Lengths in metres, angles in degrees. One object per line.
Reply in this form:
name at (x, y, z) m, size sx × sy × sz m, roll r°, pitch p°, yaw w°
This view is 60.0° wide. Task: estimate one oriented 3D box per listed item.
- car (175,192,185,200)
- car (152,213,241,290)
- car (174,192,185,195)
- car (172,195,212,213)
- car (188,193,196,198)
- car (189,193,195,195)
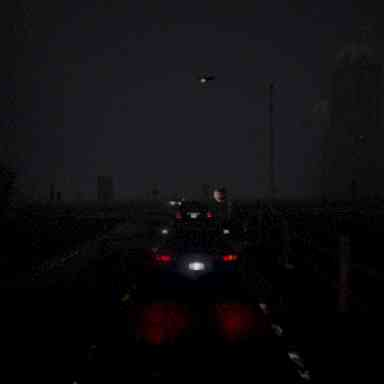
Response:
car at (-2.772, 0.856, 78.961) m, size 2.097 × 1.767 × 4.553 m, roll 0°, pitch 0°, yaw 0°
car at (0.097, 1.499, 8.921) m, size 1.994 × 1.385 × 4.181 m, roll 0°, pitch 0°, yaw 0°
car at (-2.795, 1.070, 62.905) m, size 1.882 × 1.535 × 5.008 m, roll 0°, pitch 0°, yaw 0°
car at (0.043, 1.217, 18.950) m, size 2.097 × 1.767 × 4.553 m, roll 0°, pitch 0°, yaw -1°
car at (-0.025, 0.887, 89.348) m, size 1.994 × 1.385 × 4.181 m, roll 0°, pitch 0°, yaw 0°
car at (-0.022, 1.040, 78.924) m, size 2.033 × 1.411 × 5.357 m, roll 0°, pitch 0°, yaw 0°
